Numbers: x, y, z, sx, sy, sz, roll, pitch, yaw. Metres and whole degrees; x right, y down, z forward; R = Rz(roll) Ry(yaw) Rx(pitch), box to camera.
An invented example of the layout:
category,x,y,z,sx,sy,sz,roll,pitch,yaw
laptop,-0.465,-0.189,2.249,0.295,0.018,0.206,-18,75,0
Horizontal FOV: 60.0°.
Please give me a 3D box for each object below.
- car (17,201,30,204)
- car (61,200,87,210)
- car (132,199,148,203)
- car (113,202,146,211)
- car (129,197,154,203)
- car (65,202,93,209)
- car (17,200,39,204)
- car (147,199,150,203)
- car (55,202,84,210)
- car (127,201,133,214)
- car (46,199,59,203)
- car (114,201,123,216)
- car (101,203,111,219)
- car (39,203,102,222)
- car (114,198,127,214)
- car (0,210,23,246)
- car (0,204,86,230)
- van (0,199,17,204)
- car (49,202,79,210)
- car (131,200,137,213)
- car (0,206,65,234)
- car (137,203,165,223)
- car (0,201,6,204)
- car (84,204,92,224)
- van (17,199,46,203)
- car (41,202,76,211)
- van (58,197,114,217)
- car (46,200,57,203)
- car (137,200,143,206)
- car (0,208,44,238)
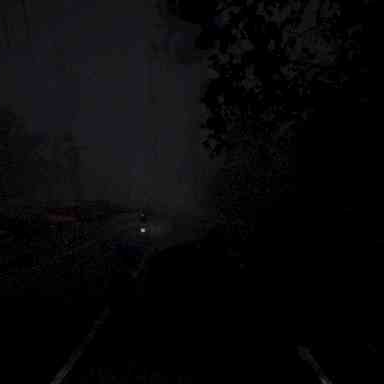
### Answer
category,x,y,z,sx,sy,sz,roll,pitch,yaw
car,-23.401,2.133,41.256,4.792,1.488,2.163,0,-1,0
car,-23.395,2.560,66.052,4.553,1.767,2.185,0,-1,0
car,-10.103,2.349,52.291,5.366,1.575,1.946,0,-1,0
car,-10.294,2.421,55.066,4.892,1.521,2.231,0,-1,0
car,-10.314,2.303,60.623,5.566,2.045,2.435,0,-1,0
car,-23.357,2.753,68.819,5.008,1.535,2.097,0,-1,0
car,-23.400,2.186,43.894,4.792,1.488,2.163,0,-1,0
car,-10.472,2.484,57.842,5.366,1.575,1.946,0,-1,0
car,-23.335,2.651,63.403,4.792,1.488,2.163,0,-1,0
car,-10.286,2.103,41.200,4.892,1.521,2.231,0,-1,0
car,-23.397,2.101,52.333,5.566,2.045,2.435,0,-1,0
car,-10.324,2.037,35.648,4.792,1.488,2.163,0,-1,0
car,-10.267,1.950,30.096,4.792,1.488,2.163,0,-1,0
car,-10.268,1.907,27.320,4.792,1.488,2.163,0,-1,0
car,-10.325,1.927,38.424,4.553,1.767,2.185,0,-1,0
car,-10.117,1.658,13.441,5.366,1.575,1.946,0,-1,0
car,-10.114,1.787,21.769,5.366,1.575,1.946,0,-1,0
van,-23.265,1.828,38.508,4.442,1.987,1.878,0,-1,0
car,-23.363,2.595,60.633,4.674,1.452,2.002,0,-1,0
car,-10.477,2.155,43.968,5.366,1.575,1.946,0,-1,0
car,-10.306,1.748,18.993,4.892,1.521,2.231,0,-1,0
car,-3.395,1.944,29.563,1.812,1.442,4.674,0,-1,0
car,-23.379,2.008,35.719,5.008,1.535,2.097,0,-1,0
car,-10.269,1.863,24.544,4.792,1.488,2.163,0,-1,0
van,-23.487,1.992,46.671,4.442,1.987,1.878,0,-1,0
car,-23.181,2.484,57.865,5.366,1.575,1.946,0,-1,0
van,-10.412,1.738,32.876,4.442,1.987,1.878,0,-1,0
car,-23.341,2.315,49.558,4.792,1.488,2.163,0,-1,0
car,-10.105,2.214,46.620,5.366,1.575,1.946,0,-1,0
car,-10.295,1.705,16.217,4.892,1.521,2.231,0,-1,0
